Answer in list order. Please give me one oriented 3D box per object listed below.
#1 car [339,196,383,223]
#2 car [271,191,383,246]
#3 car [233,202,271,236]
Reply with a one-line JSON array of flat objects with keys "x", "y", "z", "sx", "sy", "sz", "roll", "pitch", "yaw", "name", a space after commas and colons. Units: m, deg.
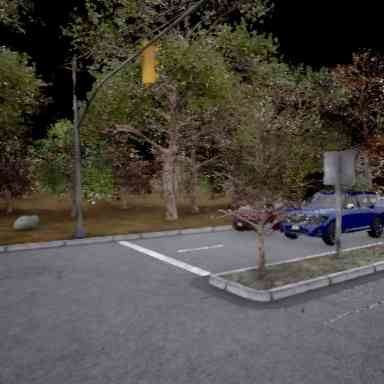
[{"x": 12.140, "y": 1.075, "z": 22.165, "sx": 5.008, "sy": 1.535, "sz": 1.882, "roll": -1, "pitch": 2, "yaw": -34, "name": "car"}, {"x": 6.318, "y": 0.997, "z": 14.563, "sx": 5.566, "sy": 2.045, "sz": 2.150, "roll": -1, "pitch": 2, "yaw": -35, "name": "car"}, {"x": 4.290, "y": 1.201, "z": 16.817, "sx": 5.008, "sy": 1.535, "sz": 1.882, "roll": -1, "pitch": 2, "yaw": -34, "name": "car"}]
